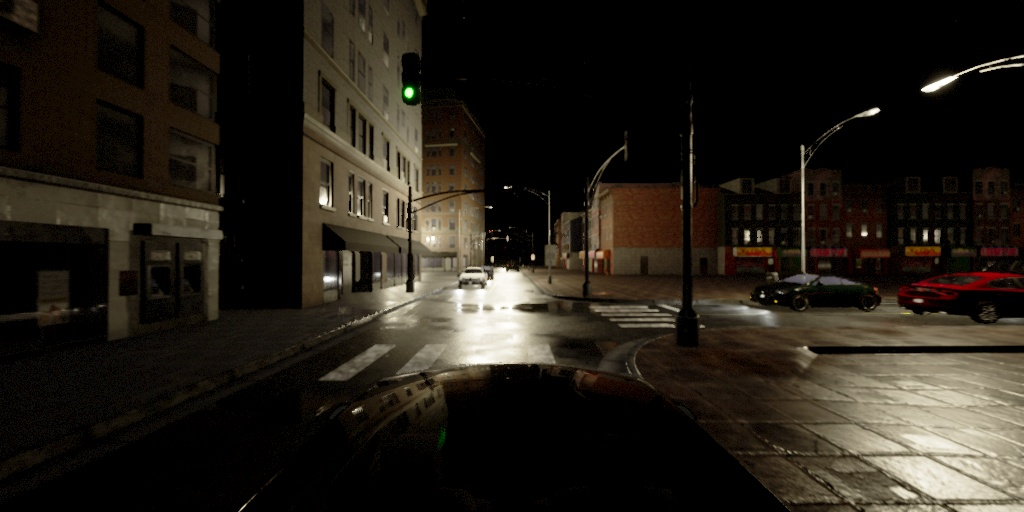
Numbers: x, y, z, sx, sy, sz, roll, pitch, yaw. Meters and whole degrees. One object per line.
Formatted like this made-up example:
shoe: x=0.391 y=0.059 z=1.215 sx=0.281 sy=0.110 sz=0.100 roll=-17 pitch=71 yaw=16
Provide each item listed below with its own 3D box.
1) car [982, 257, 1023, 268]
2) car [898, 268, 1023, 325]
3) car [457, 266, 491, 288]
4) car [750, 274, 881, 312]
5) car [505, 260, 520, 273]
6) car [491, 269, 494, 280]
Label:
car: x=21.324 y=1.039 z=14.476 sx=5.566 sy=2.045 sz=2.150 roll=0 pitch=-1 yaw=0
car: x=15.665 y=1.290 z=11.605 sx=5.008 sy=1.535 sz=1.882 roll=0 pitch=0 yaw=1
car: x=-2.849 y=1.582 z=26.934 sx=1.812 sy=1.442 sz=4.674 roll=0 pitch=-1 yaw=0
car: x=12.046 y=1.415 z=14.424 sx=4.181 sy=1.385 sz=1.994 roll=0 pitch=-1 yaw=0
car: x=0.096 y=1.692 z=59.823 sx=2.150 sy=2.045 sz=5.566 roll=0 pitch=-1 yaw=0
car: x=-2.840 y=1.740 z=36.593 sx=1.994 sy=1.385 sz=4.181 roll=0 pitch=-1 yaw=0
